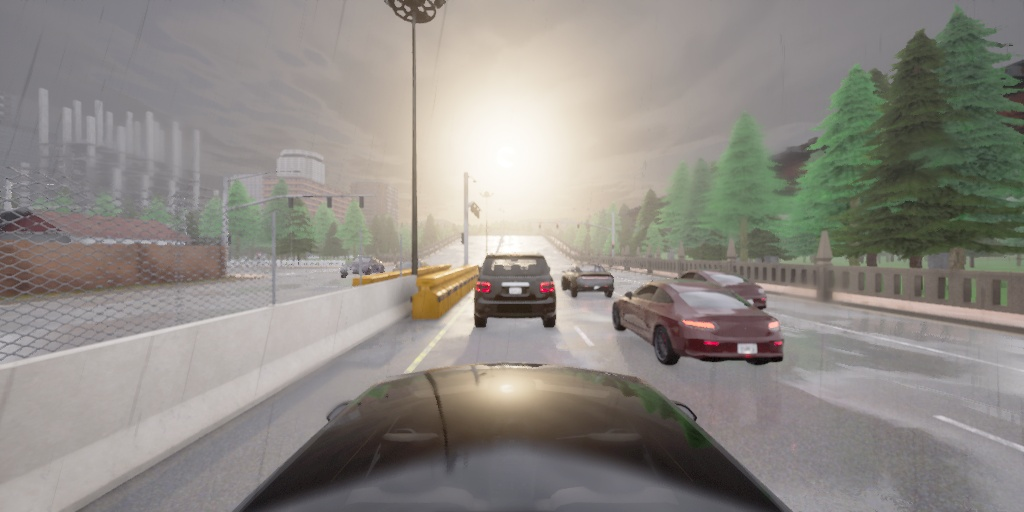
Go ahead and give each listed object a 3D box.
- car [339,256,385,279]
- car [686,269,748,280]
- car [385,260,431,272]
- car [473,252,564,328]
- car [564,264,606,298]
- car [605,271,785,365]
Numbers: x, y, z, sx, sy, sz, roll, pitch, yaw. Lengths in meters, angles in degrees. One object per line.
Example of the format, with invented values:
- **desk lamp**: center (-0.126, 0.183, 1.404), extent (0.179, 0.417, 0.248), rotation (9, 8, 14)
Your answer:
- **car**: center (-10.548, 0.745, 25.709), extent (1.812, 1.442, 4.674), rotation (0, 0, 0)
- **car**: center (7.066, 1.190, 13.045), extent (1.812, 1.442, 4.674), rotation (0, 0, 0)
- **car**: center (-7.050, 1.051, 25.537), extent (1.882, 1.535, 5.008), rotation (0, 0, 0)
- **car**: center (0.078, 0.899, 11.209), extent (2.150, 2.045, 5.566), rotation (0, 0, 0)
- **car**: center (3.569, 1.121, 17.593), extent (2.128, 1.511, 4.902), rotation (0, 0, 0)
- **car**: center (3.590, 1.230, 7.772), extent (1.812, 1.442, 4.674), rotation (0, 0, 0)
